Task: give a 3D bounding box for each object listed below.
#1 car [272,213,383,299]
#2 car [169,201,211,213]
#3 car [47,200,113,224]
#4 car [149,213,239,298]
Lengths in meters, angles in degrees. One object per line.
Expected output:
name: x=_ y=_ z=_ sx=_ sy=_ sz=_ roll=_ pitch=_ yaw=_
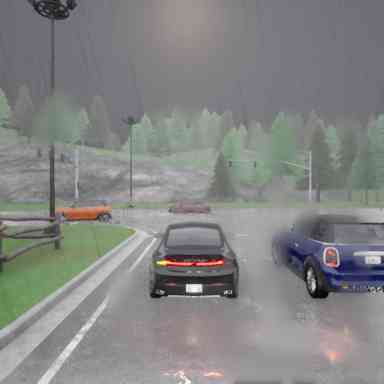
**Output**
car: x=3.555 y=1.350 z=8.633 sx=2.097 sy=1.767 sz=4.553 roll=0 pitch=0 yaw=0
car: x=-0.214 y=1.557 z=33.109 sx=4.181 sy=1.385 sz=1.994 roll=0 pitch=0 yaw=-11
car: x=-8.053 y=1.346 z=24.144 sx=4.553 sy=1.767 sz=2.097 roll=0 pitch=0 yaw=-14
car: x=0.054 y=1.503 z=8.469 sx=1.837 sy=1.490 sz=4.892 roll=0 pitch=0 yaw=0
